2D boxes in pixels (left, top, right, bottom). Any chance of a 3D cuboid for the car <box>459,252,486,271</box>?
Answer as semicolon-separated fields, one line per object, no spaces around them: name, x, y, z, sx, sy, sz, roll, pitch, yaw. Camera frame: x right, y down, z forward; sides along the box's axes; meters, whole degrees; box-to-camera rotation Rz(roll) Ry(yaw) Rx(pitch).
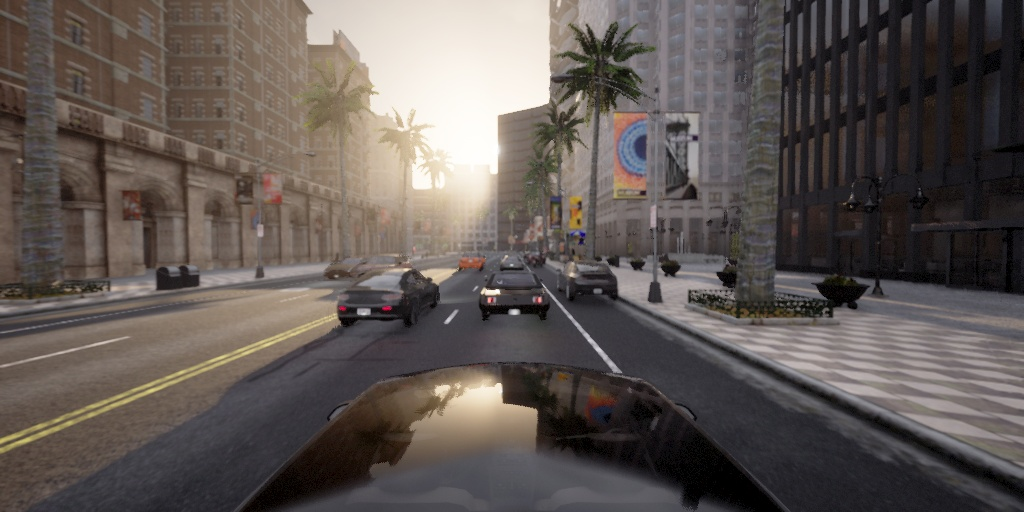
car;-3.535;0.395;32.573;2.097;1.767;4.553;0;1;0

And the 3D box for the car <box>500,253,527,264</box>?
car;-0.026;0.651;30.534;1.994;1.385;4.181;0;1;0

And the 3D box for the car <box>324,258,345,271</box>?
car;-10.619;0.783;24.363;2.033;1.411;5.357;0;1;0

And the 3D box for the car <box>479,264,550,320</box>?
car;0.056;1.124;11.566;1.895;1.301;4.718;0;1;0

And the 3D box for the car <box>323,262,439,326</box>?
car;-3.442;1.073;10.605;1.812;1.442;4.674;0;1;0

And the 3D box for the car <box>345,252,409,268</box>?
car;-7.139;0.680;20.186;2.097;1.767;4.553;0;1;0
